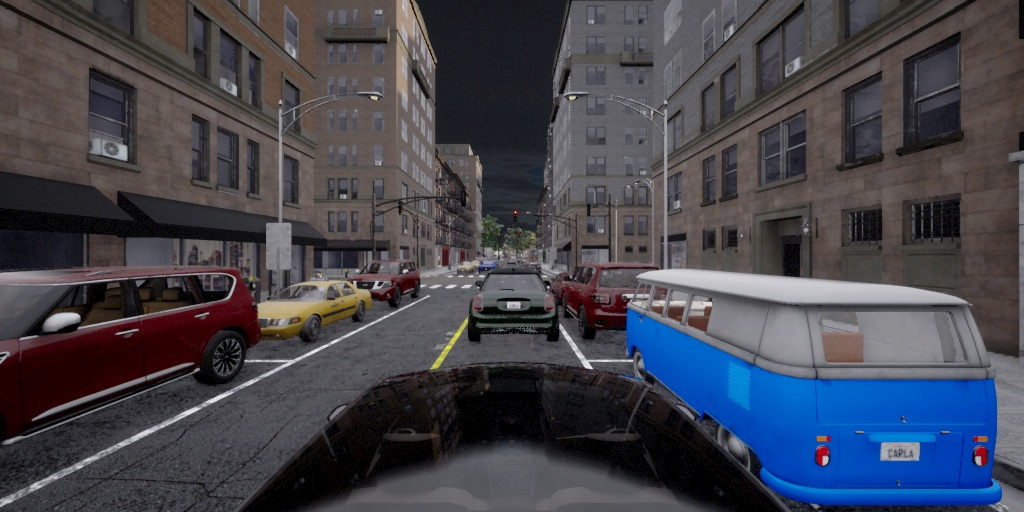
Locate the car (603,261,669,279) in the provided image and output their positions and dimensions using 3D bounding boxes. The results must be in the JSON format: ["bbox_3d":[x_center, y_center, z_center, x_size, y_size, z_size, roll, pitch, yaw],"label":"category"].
[{"bbox_3d":[10.585,1.187,30.803,4.902,1.511,2.128,0,0,0],"label":"car"}]

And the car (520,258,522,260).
[{"bbox_3d":[2.569,1.300,53.615,2.007,1.370,4.403,0,0,0],"label":"car"}]

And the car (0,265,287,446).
[{"bbox_3d":[-5.401,1.065,4.277,2.192,1.841,5.009,0,0,0],"label":"car"}]

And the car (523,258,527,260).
[{"bbox_3d":[2.584,1.300,42.652,2.007,1.370,4.403,0,0,0],"label":"car"}]

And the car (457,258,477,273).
[{"bbox_3d":[-5.469,1.274,42.471,1.751,1.417,4.829,0,0,0],"label":"car"}]

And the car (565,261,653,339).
[{"bbox_3d":[2.627,1.065,9.964,2.192,1.841,5.009,0,0,0],"label":"car"}]

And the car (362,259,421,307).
[{"bbox_3d":[-5.418,1.064,15.633,2.192,1.841,5.009,0,0,0],"label":"car"}]

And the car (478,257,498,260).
[{"bbox_3d":[-2.898,1.227,42.887,1.882,1.535,5.008,0,0,0],"label":"car"}]

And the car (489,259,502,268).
[{"bbox_3d":[-2.896,1.315,62.914,1.994,1.385,4.181,0,0,0],"label":"car"}]

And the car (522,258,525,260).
[{"bbox_3d":[2.576,1.295,48.133,1.888,1.381,4.507,0,0,0],"label":"car"}]

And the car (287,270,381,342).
[{"bbox_3d":[-5.410,1.275,9.784,1.751,1.417,4.829,0,0,0],"label":"car"}]

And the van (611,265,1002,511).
[{"bbox_3d":[2.635,1.091,4.285,1.690,1.789,3.998,0,0,0],"label":"van"}]

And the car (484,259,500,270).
[{"bbox_3d":[-2.909,1.241,52.854,2.128,1.511,4.902,0,0,0],"label":"car"}]

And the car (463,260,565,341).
[{"bbox_3d":[0.023,1.102,10.001,2.097,1.767,4.553,0,0,0],"label":"car"}]
